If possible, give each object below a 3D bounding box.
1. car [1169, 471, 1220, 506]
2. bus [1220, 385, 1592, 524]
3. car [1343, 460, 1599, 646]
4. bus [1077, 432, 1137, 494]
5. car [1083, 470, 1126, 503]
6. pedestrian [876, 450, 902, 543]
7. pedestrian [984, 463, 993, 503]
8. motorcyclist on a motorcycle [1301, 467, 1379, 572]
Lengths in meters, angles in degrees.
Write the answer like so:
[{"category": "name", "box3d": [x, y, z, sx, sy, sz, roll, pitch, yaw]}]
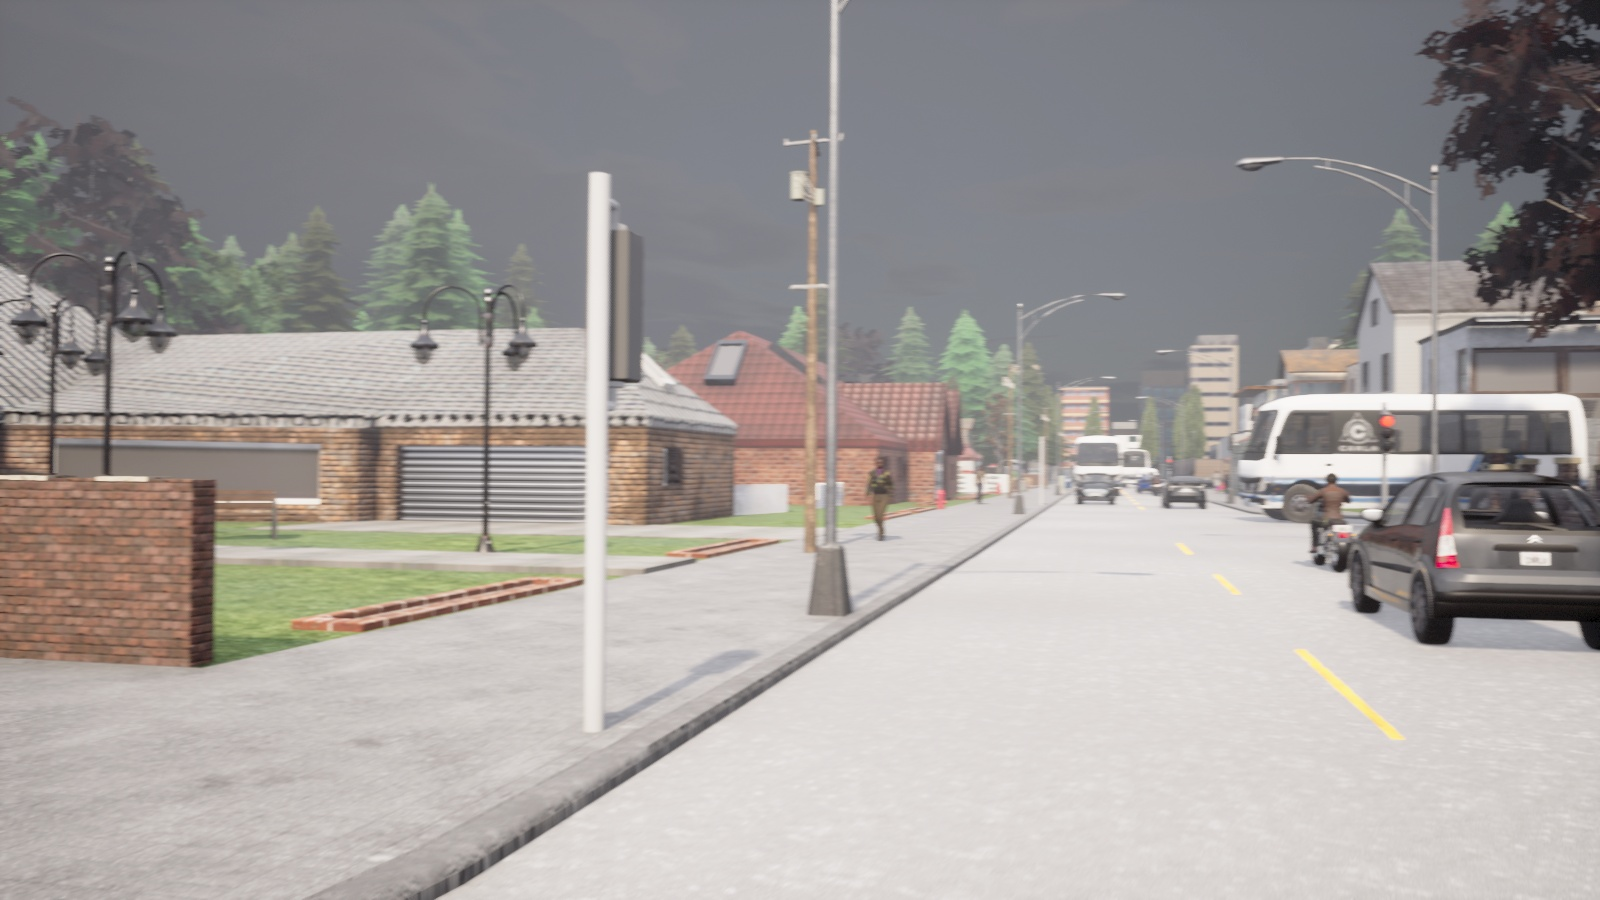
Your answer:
[{"category": "car", "box3d": [18.206, 1.748, 58.156, 2.007, 1.525, 4.514, 0, -1, 14]}, {"category": "bus", "box3d": [19.497, 0.138, 41.225, 10.273, 4.253, 3.944, 0, 0, 8]}, {"category": "car", "box3d": [7.006, 0.934, 12.978, 1.851, 1.617, 3.988, 0, -1, 13]}, {"category": "bus", "box3d": [22.229, 0.978, 90.821, 3.944, 4.253, 10.273, 0, -1, 14]}, {"category": "car", "box3d": [15.694, 1.839, 64.518, 2.033, 1.649, 4.856, 0, -1, 15]}, {"category": "pedestrian", "box3d": [1.876, 0.972, 26.427, 0.395, 1.930, 0.692, 0, -1, 18]}, {"category": "pedestrian", "box3d": [8.555, 1.490, 56.984, 0.328, 1.805, 0.869, 0, -1, 12]}, {"category": "motorcyclist on a motorcycle", "box3d": [9.029, 1.123, 21.079, 0.766, 1.649, 2.350, 0, -1, 12]}]
